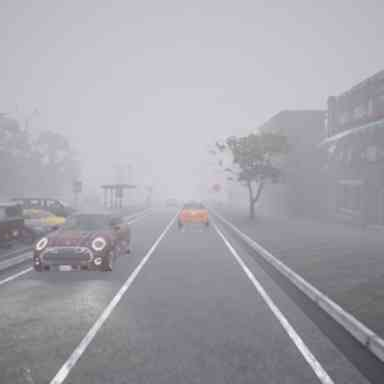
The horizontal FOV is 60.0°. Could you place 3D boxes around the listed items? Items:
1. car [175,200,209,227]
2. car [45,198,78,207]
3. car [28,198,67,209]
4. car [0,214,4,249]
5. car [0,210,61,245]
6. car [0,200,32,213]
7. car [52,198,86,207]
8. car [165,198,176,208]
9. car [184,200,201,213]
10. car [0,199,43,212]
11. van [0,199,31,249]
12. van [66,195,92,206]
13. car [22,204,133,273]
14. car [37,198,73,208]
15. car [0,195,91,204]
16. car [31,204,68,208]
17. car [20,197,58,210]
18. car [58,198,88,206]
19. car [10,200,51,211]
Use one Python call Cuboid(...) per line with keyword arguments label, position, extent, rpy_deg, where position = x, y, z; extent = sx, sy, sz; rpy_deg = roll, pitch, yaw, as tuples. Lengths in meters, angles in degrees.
Cuboid(label="car", position=(0.103, 1.515, 24.512), extent=(2.097, 1.767, 4.553), rpy_deg=(0, 0, 0))
Cuboid(label="car", position=(-22.135, 1.836, 56.642), extent=(4.792, 1.488, 2.163), rpy_deg=(0, 0, 0))
Cuboid(label="car", position=(-22.105, 1.778, 51.093), extent=(5.008, 1.535, 2.097), rpy_deg=(0, 0, 0))
Cuboid(label="car", position=(-8.964, 1.583, 10.234), extent=(5.008, 1.535, 2.097), rpy_deg=(0, 0, 0))
Cuboid(label="car", position=(-8.979, 1.650, 15.840), extent=(4.674, 1.452, 2.002), rpy_deg=(0, 0, 0))
Cuboid(label="car", position=(-22.082, 1.763, 39.988), extent=(4.674, 1.452, 2.002), rpy_deg=(0, 0, 0))
Cuboid(label="car", position=(-21.923, 1.819, 59.417), extent=(5.366, 1.575, 1.946), rpy_deg=(0, 0, 0))
Cuboid(label="car", position=(-3.307, 1.719, 53.510), extent=(1.837, 1.490, 4.892), rpy_deg=(0, 0, 0))
Cuboid(label="car", position=(0.106, 1.781, 42.021), extent=(2.033, 1.411, 5.357), rpy_deg=(0, 0, 0))
Cuboid(label="car", position=(-22.083, 1.736, 42.766), extent=(5.008, 1.535, 2.097), rpy_deg=(0, 0, 0))
Cuboid(label="van", position=(-9.089, 1.371, 13.038), extent=(4.442, 1.987, 1.878), rpy_deg=(0, 0, 0))
Cuboid(label="van", position=(-21.998, 1.626, 64.969), extent=(4.442, 1.987, 1.878), rpy_deg=(0, 0, 0))
Cuboid(label="car", position=(-3.348, 1.437, 11.037), extent=(2.097, 1.767, 4.553), rpy_deg=(0, 0, 0))
Cuboid(label="car", position=(-22.096, 1.793, 53.868), extent=(4.892, 1.521, 2.231), rpy_deg=(0, 0, 0))
Cuboid(label="car", position=(-8.954, 1.384, 21.449), extent=(5.566, 2.045, 2.435), rpy_deg=(0, 0, 0))
Cuboid(label="car", position=(-8.794, 1.619, 18.644), extent=(5.366, 1.575, 1.946), rpy_deg=(0, 0, 0))
Cuboid(label="car", position=(-22.127, 1.638, 48.317), extent=(4.553, 1.767, 2.185), rpy_deg=(0, 0, 0))
Cuboid(label="car", position=(-22.142, 1.866, 62.194), extent=(4.792, 1.488, 2.163), rpy_deg=(0, 0, 0))
Cuboid(label="car", position=(-22.090, 1.790, 45.541), extent=(4.674, 1.452, 2.002), rpy_deg=(0, 0, 0))
